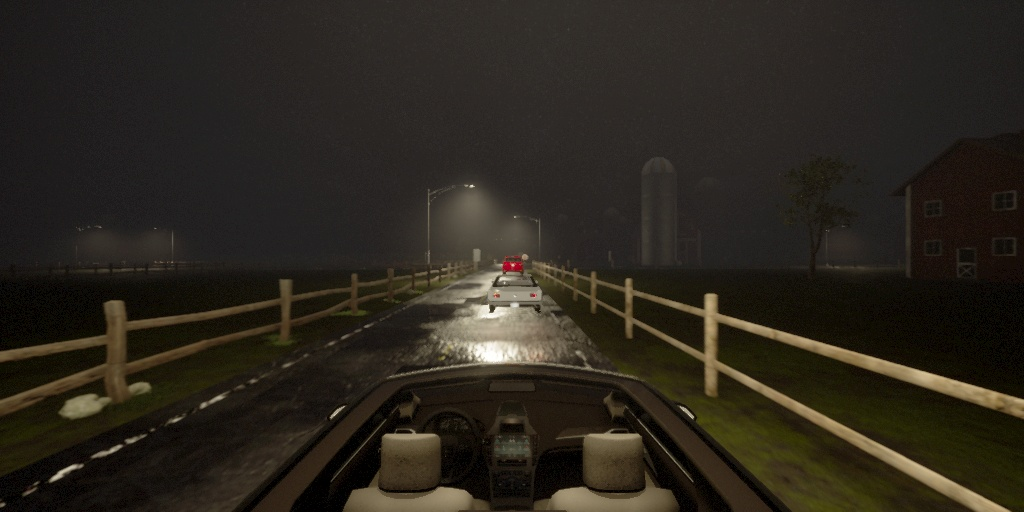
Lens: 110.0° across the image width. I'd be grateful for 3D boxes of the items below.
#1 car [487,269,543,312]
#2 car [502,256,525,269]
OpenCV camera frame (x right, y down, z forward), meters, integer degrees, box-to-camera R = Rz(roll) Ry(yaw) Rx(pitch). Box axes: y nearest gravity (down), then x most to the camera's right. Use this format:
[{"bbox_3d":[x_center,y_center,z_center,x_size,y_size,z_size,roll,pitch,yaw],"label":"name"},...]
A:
[{"bbox_3d":[0.101,1.359,14.241,1.895,1.301,4.718,0,0,0],"label":"car"},{"bbox_3d":[0.115,1.026,37.139,2.150,2.045,5.566,0,0,0],"label":"car"}]
